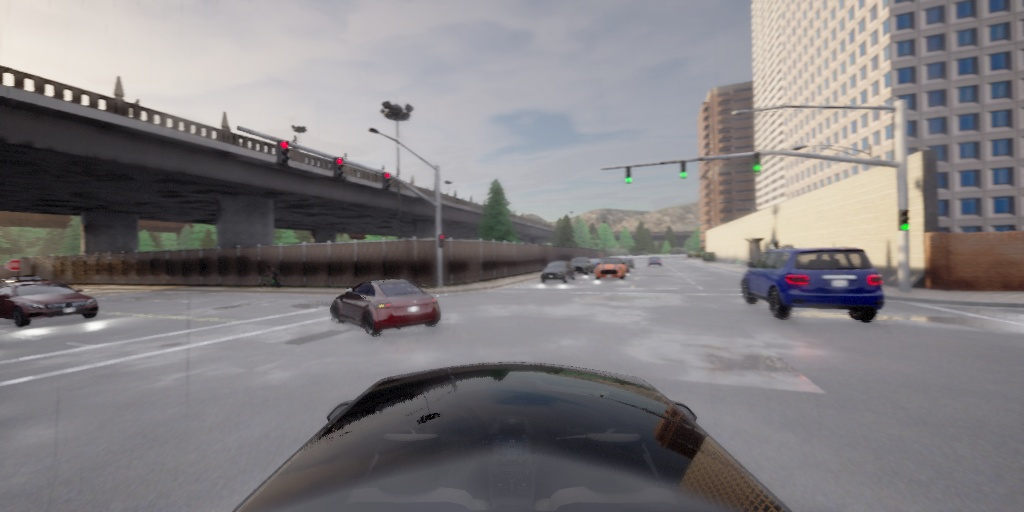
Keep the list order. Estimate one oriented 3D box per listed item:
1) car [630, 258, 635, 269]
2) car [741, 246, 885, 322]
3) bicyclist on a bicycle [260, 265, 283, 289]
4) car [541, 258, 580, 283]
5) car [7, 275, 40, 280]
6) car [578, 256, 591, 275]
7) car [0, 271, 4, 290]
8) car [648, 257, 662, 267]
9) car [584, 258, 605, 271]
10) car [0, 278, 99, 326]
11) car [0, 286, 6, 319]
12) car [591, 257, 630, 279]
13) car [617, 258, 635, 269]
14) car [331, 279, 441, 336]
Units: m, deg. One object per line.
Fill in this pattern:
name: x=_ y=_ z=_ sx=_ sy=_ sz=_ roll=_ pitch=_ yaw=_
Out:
car: x=11.153 y=0.953 z=37.011 sx=2.128 sy=1.511 sz=4.902 roll=-1 pitch=0 yaw=21
car: x=9.125 y=0.752 z=11.452 sx=2.150 sy=2.045 sz=5.566 roll=-1 pitch=0 yaw=21
bicyclist on a bicycle: x=-16.688 y=1.473 z=24.856 sx=0.582 sy=1.620 sz=1.656 roll=-1 pitch=0 yaw=21
car: x=3.536 y=1.144 z=26.839 sx=1.837 sy=1.490 sz=4.892 roll=-1 pitch=0 yaw=21
car: x=-40.481 y=2.301 z=29.734 sx=4.181 sy=1.385 sz=1.994 roll=-1 pitch=0 yaw=22
car: x=6.689 y=0.919 z=35.143 sx=2.097 sy=1.767 sz=4.553 roll=-1 pitch=0 yaw=21
car: x=-49.832 y=2.311 z=33.217 sx=4.553 sy=1.767 sz=2.097 roll=-1 pitch=0 yaw=21
car: x=20.739 y=0.786 z=52.140 sx=2.033 sy=1.411 sz=5.357 roll=-1 pitch=0 yaw=21
car: x=10.238 y=1.011 z=44.372 sx=1.812 sy=1.442 sz=4.674 roll=-1 pitch=0 yaw=21
car: x=-18.050 y=1.728 z=13.655 sx=4.674 sy=1.442 sz=1.812 roll=-1 pitch=0 yaw=20
car: x=-15.555 y=1.633 z=8.951 sx=4.902 sy=1.511 sz=2.128 roll=-1 pitch=0 yaw=21
car: x=7.925 y=0.888 z=28.532 sx=2.097 sy=1.767 sz=4.553 roll=-1 pitch=0 yaw=21
car: x=14.728 y=0.944 z=46.247 sx=1.994 sy=1.385 sz=4.181 roll=-1 pitch=0 yaw=21
car: x=-3.937 y=1.399 z=10.925 sx=1.994 sy=1.385 sz=4.181 roll=-1 pitch=0 yaw=-42
